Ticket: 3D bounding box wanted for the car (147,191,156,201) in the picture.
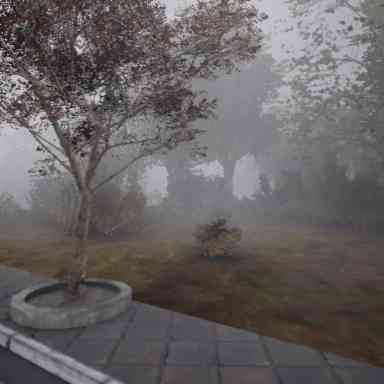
[{"bbox_3d":[-8.479,0.912,64.544,2.150,2.045,5.566,1,0,32],"label":"car"}]
